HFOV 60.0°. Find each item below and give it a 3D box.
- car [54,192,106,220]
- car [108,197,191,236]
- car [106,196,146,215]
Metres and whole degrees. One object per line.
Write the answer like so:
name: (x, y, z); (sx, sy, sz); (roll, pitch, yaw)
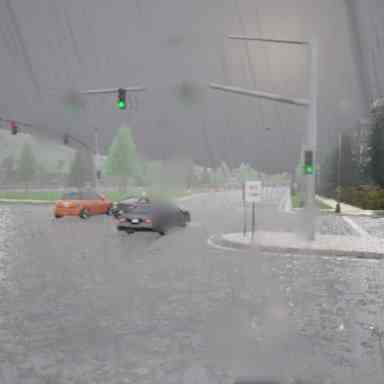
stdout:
car: (-7.028, 0.792, 22.262); (2.097, 1.767, 4.553); (1, 1, 16)
car: (-1.595, 1.177, 15.921); (2.033, 1.411, 5.357); (1, 1, 16)
car: (-3.504, 1.007, 21.905); (1.812, 1.442, 4.674); (1, 1, 16)
